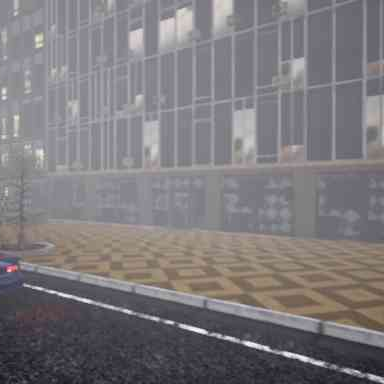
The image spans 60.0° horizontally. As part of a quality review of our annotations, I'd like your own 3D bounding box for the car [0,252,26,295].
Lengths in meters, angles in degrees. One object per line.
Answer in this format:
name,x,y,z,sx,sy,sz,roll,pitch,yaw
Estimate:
car,-6.098,1.660,7.711,5.357,1.411,2.033,-1,0,33
